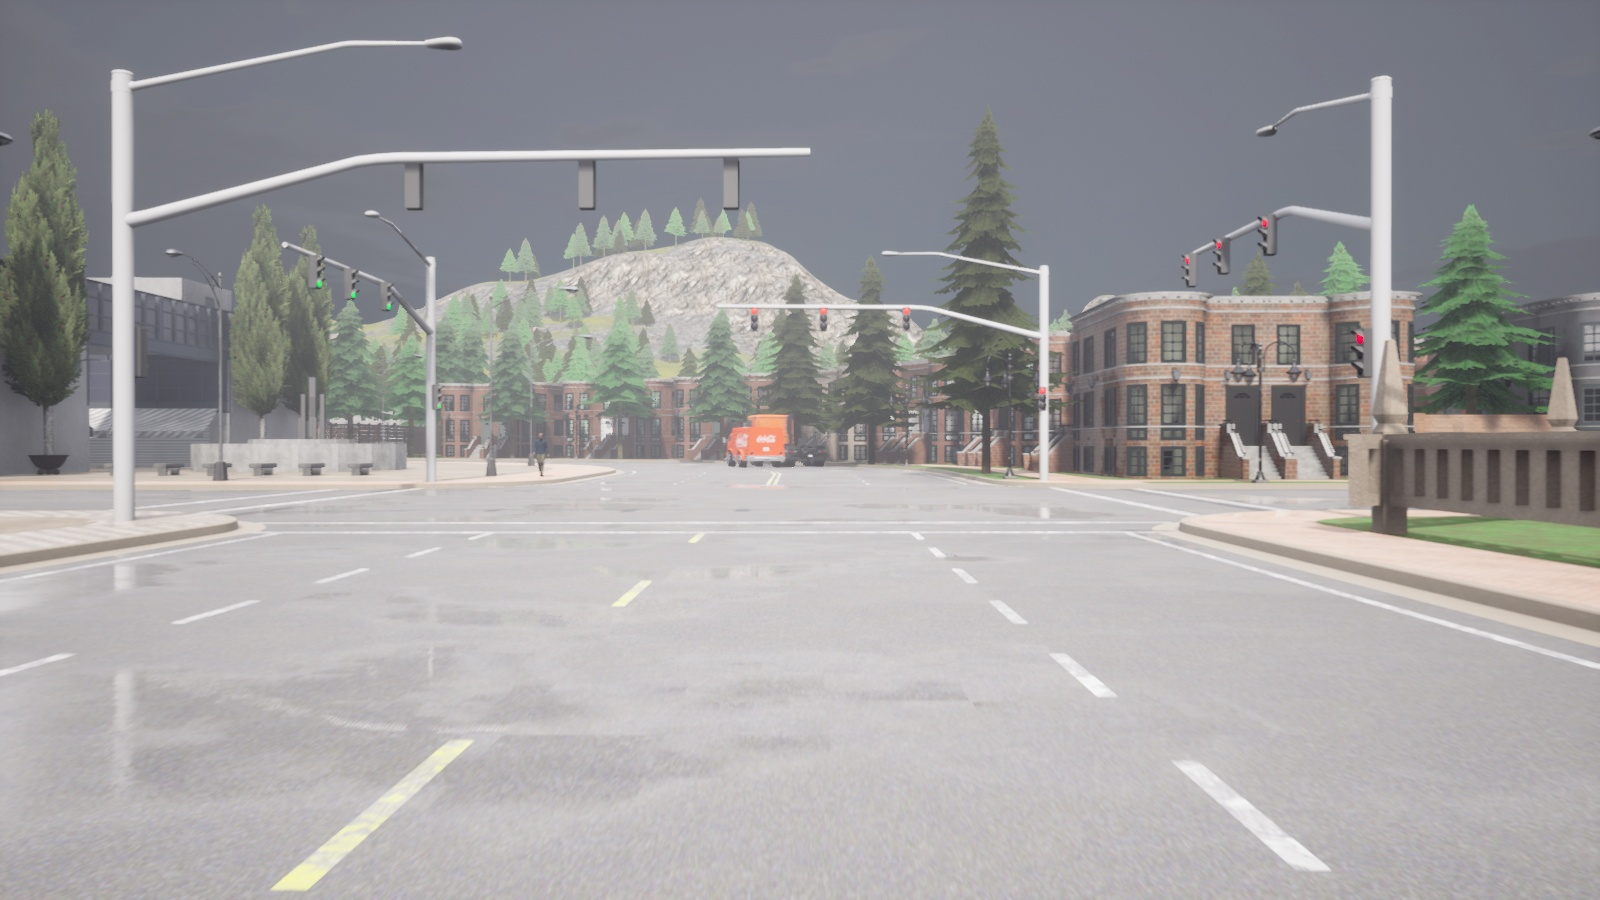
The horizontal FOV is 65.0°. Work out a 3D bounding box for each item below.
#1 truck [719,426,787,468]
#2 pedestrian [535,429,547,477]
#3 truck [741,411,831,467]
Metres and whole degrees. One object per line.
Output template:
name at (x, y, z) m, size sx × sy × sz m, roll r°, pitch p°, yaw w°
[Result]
truck at (-2.942, -0.175, 76.776) m, size 2.627 × 2.467 × 5.204 m, roll 0°, pitch 0°, yaw -21°
pedestrian at (-10.168, 0.119, 49.307) m, size 0.402 × 1.842 × 0.726 m, roll 0°, pitch 0°, yaw -6°
truck at (-0.995, -0.693, 81.031) m, size 2.891 × 3.462 × 7.936 m, roll 0°, pitch 0°, yaw -24°
